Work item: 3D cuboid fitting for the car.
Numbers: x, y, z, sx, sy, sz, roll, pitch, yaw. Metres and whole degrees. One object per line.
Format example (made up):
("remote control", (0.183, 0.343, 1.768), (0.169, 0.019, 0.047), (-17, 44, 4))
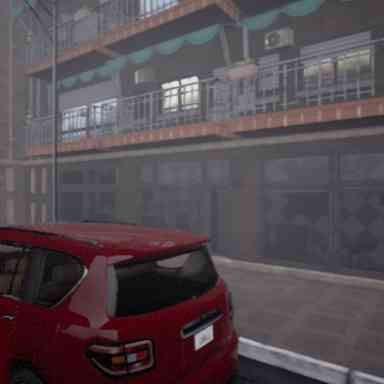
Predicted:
("car", (-1.843, 1.294, 4.196), (5.009, 1.841, 2.192), (0, 0, 36))
